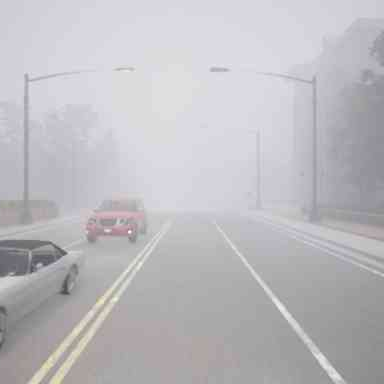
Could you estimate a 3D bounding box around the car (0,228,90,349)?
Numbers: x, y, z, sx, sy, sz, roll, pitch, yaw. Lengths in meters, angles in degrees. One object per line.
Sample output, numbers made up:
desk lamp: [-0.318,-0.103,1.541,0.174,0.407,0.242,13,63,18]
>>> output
car: [-3.602,1.633,6.119,1.895,1.301,4.718,0,0,0]

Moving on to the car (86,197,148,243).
car: [-3.593,1.305,16.907,2.150,2.045,5.566,0,0,0]
